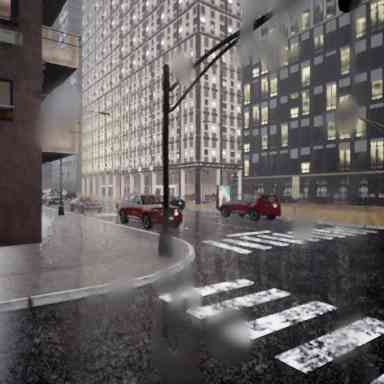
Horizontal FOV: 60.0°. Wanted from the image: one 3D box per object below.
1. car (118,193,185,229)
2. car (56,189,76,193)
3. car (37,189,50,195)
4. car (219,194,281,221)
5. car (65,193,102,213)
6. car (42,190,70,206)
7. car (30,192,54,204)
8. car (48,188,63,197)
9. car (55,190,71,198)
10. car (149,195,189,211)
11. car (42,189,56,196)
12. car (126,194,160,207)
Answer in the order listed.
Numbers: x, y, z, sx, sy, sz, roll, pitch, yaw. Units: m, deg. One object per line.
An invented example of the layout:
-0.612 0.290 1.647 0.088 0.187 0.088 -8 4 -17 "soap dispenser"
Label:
-2.562 1.004 19.306 2.192 1.841 5.009 2 0 -36 "car"
-19.516 0.510 52.476 1.837 1.490 4.892 0 1 -36 "car"
-34.935 -0.018 78.143 1.887 1.381 4.507 1 0 -36 "car"
4.182 1.020 24.278 2.192 1.841 5.009 1 0 -36 "car"
-9.086 1.063 28.282 1.802 1.307 4.206 2 0 -36 "car"
-15.603 0.823 37.257 2.008 1.369 4.403 2 0 -36 "car"
-18.862 0.749 41.744 1.802 1.307 4.206 2 0 -36 "car"
-28.413 0.092 69.165 1.967 1.590 4.097 1 0 -36 "car"
-25.157 0.302 64.677 1.887 1.381 4.507 1 0 -36 "car"
-2.342 1.063 33.256 1.947 1.339 4.313 1 0 -36 "car"
-31.676 0.089 73.654 1.887 1.381 4.507 1 0 -36 "car"
-5.602 0.958 37.745 1.947 1.339 4.313 1 0 -36 "car"
